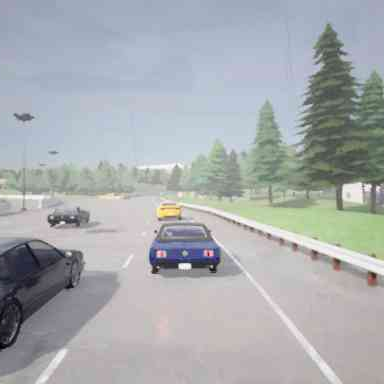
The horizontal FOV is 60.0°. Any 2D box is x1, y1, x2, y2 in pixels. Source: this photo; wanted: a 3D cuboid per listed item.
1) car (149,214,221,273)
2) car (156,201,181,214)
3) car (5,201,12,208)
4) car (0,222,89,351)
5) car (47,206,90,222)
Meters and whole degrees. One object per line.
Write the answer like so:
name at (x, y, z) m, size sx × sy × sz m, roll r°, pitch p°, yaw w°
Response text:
car at (-0.289, 1.612, 10.713) m, size 1.895 × 1.301 × 4.718 m, roll 0°, pitch 0°, yaw -3°
car at (-2.036, 1.510, 28.447) m, size 1.882 × 1.535 × 5.008 m, roll 0°, pitch 0°, yaw -8°
car at (-27.194, 1.663, 47.288) m, size 1.994 × 1.385 × 4.181 m, roll 0°, pitch 0°, yaw -14°
car at (-3.568, 1.560, 6.123) m, size 2.033 × 1.411 × 5.357 m, roll 0°, pitch 0°, yaw -2°
car at (-8.375, 1.640, 23.059) m, size 1.895 × 1.301 × 4.718 m, roll 0°, pitch 0°, yaw -7°
